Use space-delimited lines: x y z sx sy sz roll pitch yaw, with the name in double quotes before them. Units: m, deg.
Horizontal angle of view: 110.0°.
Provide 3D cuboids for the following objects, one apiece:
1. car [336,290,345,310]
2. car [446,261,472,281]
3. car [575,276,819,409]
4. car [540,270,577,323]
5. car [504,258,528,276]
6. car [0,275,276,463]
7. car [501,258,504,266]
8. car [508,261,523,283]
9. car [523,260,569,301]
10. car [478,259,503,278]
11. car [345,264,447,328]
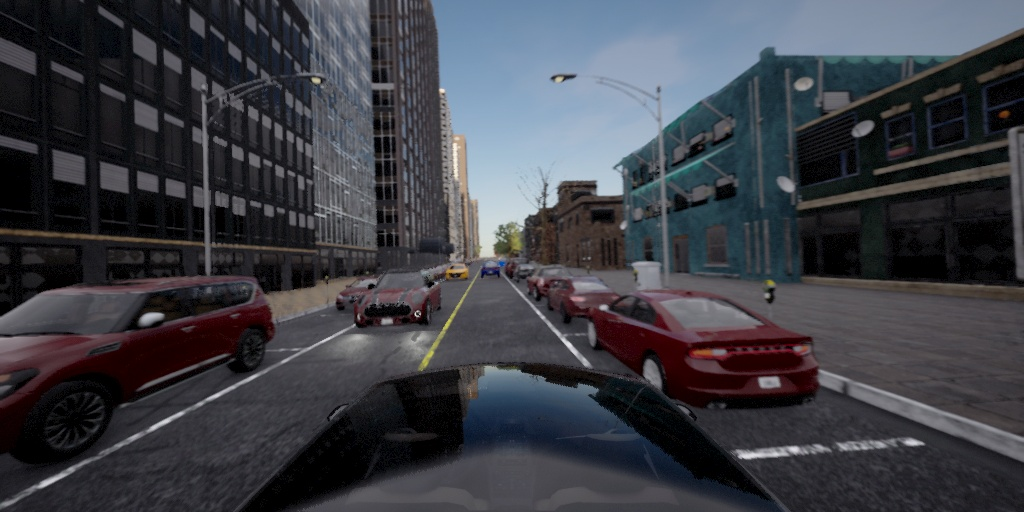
"car" -6.531 1.612 16.504 1.802 1.307 4.207 0 0 -4
"car" -5.123 1.495 33.984 1.882 1.535 5.008 -2 0 -3
"car" 2.582 1.209 6.010 1.888 1.381 4.507 0 0 -4
"car" 2.203 1.275 11.542 1.802 1.307 4.207 0 0 -4
"car" 0.687 1.116 33.677 2.192 1.841 5.009 0 0 -4
"car" -5.773 1.287 5.437 2.192 1.841 5.009 0 0 -4
"car" 0.308 1.141 39.213 2.192 1.841 5.009 0 0 -4
"car" 1.066 1.327 28.144 2.007 1.370 4.403 0 0 -4
"car" 1.824 1.161 17.078 1.967 1.591 4.097 0 0 -4
"car" -2.222 1.393 37.158 1.882 1.535 5.008 -2 0 -3
"car" -3.683 1.264 12.325 2.097 1.767 4.553 -2 0 -4
